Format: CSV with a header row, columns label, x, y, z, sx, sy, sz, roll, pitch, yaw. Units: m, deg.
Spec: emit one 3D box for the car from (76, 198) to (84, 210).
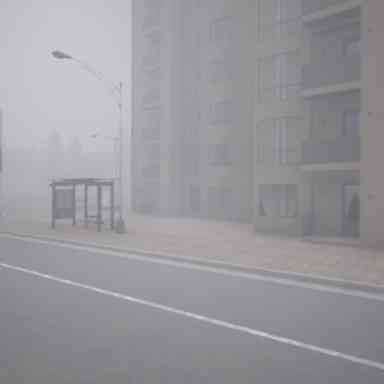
label,x,y,z,sx,sy,sz,roll,pitch,yaw
car,-12.299,1.309,35.355,1.812,1.442,4.674,0,0,36
